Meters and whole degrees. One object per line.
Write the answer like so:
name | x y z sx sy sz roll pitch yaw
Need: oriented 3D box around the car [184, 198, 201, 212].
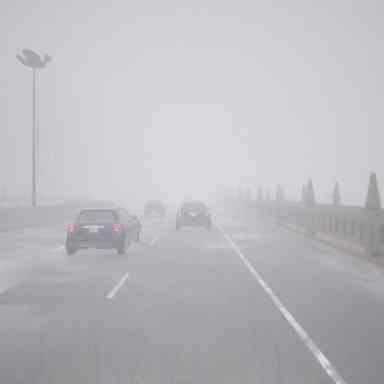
car | -0.039 1.473 39.036 1.882 1.535 5.008 0 0 -1

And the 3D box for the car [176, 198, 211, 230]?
car | 0.090 1.349 21.185 2.097 1.767 4.553 0 0 0

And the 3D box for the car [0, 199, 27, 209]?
car | -21.177 1.519 39.041 1.812 1.442 4.674 0 0 -1

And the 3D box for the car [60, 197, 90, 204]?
car | -14.150 1.542 39.300 2.033 1.411 5.357 0 0 0

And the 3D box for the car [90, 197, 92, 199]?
car | -18.082 1.551 56.397 1.837 1.490 4.892 0 0 -2

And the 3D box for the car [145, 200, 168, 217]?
car | -3.437 1.501 31.821 1.837 1.490 4.892 0 0 0

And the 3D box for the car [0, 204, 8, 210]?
car | -6.904 1.350 8.166 2.097 1.767 4.553 0 0 0

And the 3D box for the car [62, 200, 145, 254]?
car | -3.407 1.350 13.639 2.097 1.767 4.553 0 0 0

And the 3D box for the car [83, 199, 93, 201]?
car | -6.914 1.501 26.278 1.837 1.490 4.892 0 0 0
